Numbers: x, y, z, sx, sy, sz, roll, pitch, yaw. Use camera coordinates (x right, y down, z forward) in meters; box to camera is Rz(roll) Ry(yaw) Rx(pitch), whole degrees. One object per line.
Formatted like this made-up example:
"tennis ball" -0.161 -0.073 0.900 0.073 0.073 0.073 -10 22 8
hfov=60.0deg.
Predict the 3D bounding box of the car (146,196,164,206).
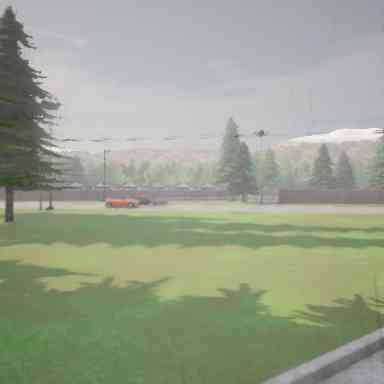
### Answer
"car" -7.175 1.383 50.201 4.892 1.490 1.837 0 0 13

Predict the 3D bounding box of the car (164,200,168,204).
"car" -6.594 1.405 53.659 5.357 1.411 2.033 0 0 12

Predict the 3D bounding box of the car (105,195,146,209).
"car" -8.891 1.229 43.413 4.553 1.767 2.097 0 0 12
